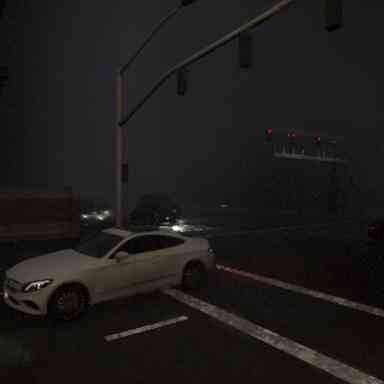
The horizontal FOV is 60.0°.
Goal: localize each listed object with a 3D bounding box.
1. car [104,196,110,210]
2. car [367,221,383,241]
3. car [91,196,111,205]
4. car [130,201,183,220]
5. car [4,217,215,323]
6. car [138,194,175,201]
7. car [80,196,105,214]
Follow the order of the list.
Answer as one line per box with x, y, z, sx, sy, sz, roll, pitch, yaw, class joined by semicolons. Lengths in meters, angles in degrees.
-12.453;1.351;43.131;2.097;1.767;4.553;0;0;-36;car
9.597;1.547;12.437;2.033;1.411;5.357;0;0;-36;car
-16.864;1.477;61.586;1.882;1.535;5.008;0;0;-36;car
-2.784;1.562;23.654;1.994;1.385;4.181;0;0;-35;car
-1.499;1.526;7.386;4.674;1.442;1.812;0;1;-41;car
-3.027;1.221;30.001;2.150;2.045;5.566;0;0;-36;car
-11.358;1.477;35.597;1.882;1.535;5.008;0;0;-36;car
